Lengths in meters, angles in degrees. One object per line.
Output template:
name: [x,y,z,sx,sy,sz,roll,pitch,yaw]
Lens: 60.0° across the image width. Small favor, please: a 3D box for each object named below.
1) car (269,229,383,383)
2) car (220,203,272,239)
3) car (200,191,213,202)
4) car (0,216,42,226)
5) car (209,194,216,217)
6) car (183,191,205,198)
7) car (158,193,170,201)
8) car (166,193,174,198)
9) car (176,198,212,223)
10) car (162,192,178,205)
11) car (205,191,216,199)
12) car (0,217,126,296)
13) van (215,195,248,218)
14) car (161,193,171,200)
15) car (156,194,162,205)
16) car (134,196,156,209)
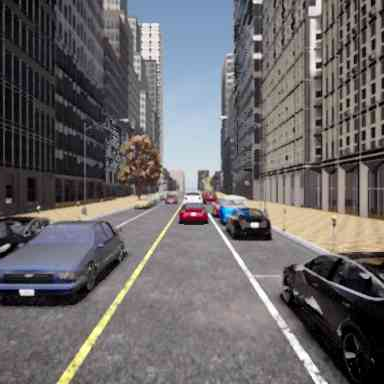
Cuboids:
car: [2.695,1.527,5.016,1.947,1.339,4.313,0,0,0]
car: [2.701,1.438,16.400,1.947,1.339,4.313,0,0,0]
car: [2.728,0.800,61.934,2.192,1.841,5.009,0,1,0]
car: [-5.683,1.483,10.721,1.947,1.339,4.313,0,0,0]
car: [2.708,1.219,27.783,1.967,1.590,4.097,0,0,0]
car: [0.120,0.892,40.930,2.150,2.045,5.566,0,1,0]
car: [-5.650,0.985,67.645,2.008,1.369,4.403,0,1,0]
car: [-5.640,0.860,84.720,1.802,1.307,4.206,0,1,0]
car: [0.111,1.378,23.583,1.994,1.385,4.181,0,1,0]
car: [-3.052,1.115,50.041,1.812,1.442,4.674,0,0,0]
car: [2.722,0.900,50.550,2.192,1.841,5.009,0,1,0]
car: [-3.097,1.478,8.903,2.033,1.411,5.357,0,0,0]
van: [2.705,1.167,22.092,1.690,1.788,3.998,0,0,0]
car: [-5.647,0.949,73.337,1.947,1.339,4.313,0,1,0]
car: [-5.663,1.185,44.876,2.008,1.369,4.403,0,0,0]
car: [-5.667,1.210,39.013,1.752,1.417,4.829,0,0,0]
